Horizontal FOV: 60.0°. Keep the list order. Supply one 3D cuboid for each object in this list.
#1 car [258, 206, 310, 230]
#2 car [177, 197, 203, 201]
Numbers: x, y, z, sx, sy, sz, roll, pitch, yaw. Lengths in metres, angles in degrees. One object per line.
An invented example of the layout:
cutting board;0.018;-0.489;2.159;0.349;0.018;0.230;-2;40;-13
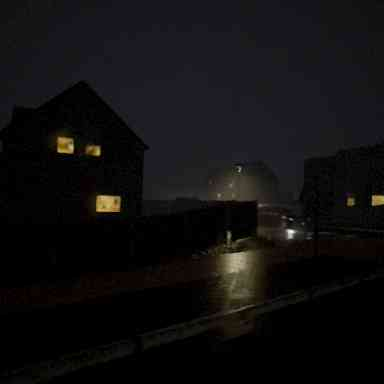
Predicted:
car;5.517;1.640;21.707;1.812;1.442;4.674;3;-2;-28
car;-0.005;1.541;32.653;2.150;2.045;5.566;3;-2;-25
